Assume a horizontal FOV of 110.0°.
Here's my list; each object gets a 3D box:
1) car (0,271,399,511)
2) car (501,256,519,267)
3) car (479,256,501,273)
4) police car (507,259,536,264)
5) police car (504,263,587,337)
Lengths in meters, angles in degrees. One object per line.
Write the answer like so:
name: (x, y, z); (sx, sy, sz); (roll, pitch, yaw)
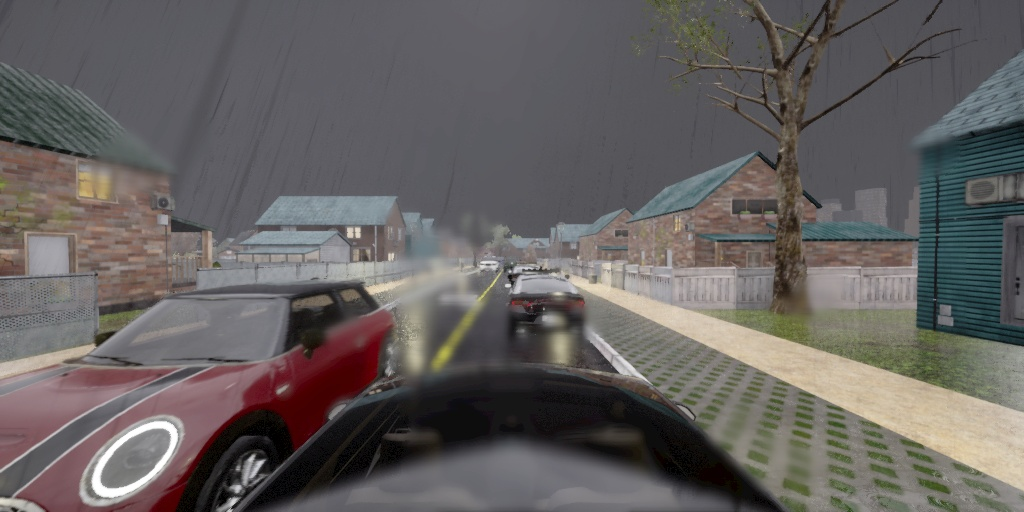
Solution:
car: (-2.849, 1.101, 3.840); (2.097, 1.767, 4.553); (0, 0, 0)
car: (0.029, 1.026, 47.016); (2.150, 2.045, 5.566); (0, 0, 0)
car: (-2.841, 1.021, 45.176); (2.150, 2.045, 5.566); (0, 0, 0)
police car: (0.828, 1.182, 20.370); (1.930, 1.638, 5.238); (0, 0, 0)
police car: (0.827, 1.174, 10.368); (1.930, 1.638, 5.238); (0, 0, 0)
